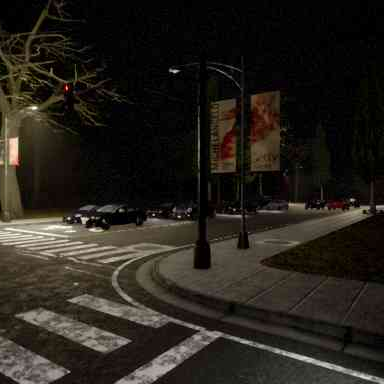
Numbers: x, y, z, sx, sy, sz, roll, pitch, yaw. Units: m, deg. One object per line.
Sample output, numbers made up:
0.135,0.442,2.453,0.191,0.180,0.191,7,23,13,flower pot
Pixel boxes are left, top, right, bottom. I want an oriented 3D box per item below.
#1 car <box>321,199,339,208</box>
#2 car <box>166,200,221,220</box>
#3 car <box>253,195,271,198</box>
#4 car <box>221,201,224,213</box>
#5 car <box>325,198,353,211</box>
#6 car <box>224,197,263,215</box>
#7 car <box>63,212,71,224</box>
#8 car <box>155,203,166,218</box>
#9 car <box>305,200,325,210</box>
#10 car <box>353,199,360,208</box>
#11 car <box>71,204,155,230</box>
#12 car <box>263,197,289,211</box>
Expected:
23.481,1.917,56.354,1.812,1.442,4.674,0,-1,35,car
0.229,1.473,29.252,2.097,1.767,4.553,0,0,35,car
9.899,1.472,48.582,2.150,2.045,5.566,0,0,38,car
3.821,1.777,40.013,1.895,1.301,4.718,0,0,35,car
20.617,1.659,46.614,2.097,1.767,4.553,0,0,35,car
5.878,1.680,37.283,1.837,1.490,4.892,0,0,35,car
-7.228,1.637,24.312,1.994,1.385,4.181,0,0,36,car
-1.903,1.667,31.861,2.033,1.411,5.357,0,0,35,car
17.797,1.824,48.247,1.812,1.442,4.674,0,0,35,car
26.370,1.892,54.801,2.128,1.511,4.902,0,-1,35,car
-5.016,1.567,21.793,2.128,1.511,4.902,0,0,35,car
11.823,1.772,45.678,1.812,1.442,4.674,0,0,36,car
